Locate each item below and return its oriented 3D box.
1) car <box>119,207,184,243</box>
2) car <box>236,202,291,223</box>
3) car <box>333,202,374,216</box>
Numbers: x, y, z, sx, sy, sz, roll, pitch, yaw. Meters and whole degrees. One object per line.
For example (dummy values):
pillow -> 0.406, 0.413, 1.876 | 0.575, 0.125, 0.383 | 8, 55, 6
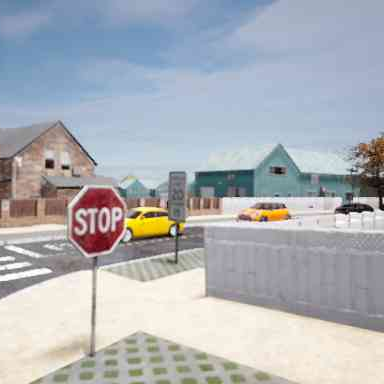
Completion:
car -> -2.577, 1.562, 17.127 | 1.882, 1.535, 5.008 | 2, 1, 44
car -> 5.408, 1.546, 24.836 | 4.553, 1.767, 2.097 | 1, 1, -40
car -> 15.996, 1.811, 32.884 | 4.892, 1.490, 1.837 | 1, 1, -33
